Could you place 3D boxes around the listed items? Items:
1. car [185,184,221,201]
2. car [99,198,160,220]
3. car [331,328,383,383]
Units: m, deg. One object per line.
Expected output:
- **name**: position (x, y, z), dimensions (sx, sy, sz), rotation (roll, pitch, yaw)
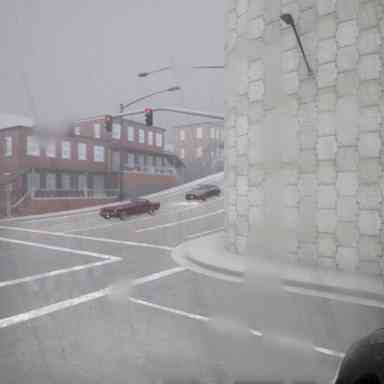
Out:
- **car**: position (1.104, -0.040, 32.727), dimensions (1.994, 1.385, 4.181), rotation (0, 9, 35)
- **car**: position (-4.560, 1.187, 24.729), dimensions (1.895, 1.301, 4.718), rotation (0, 5, 35)
- **car**: position (3.308, 1.492, 1.604), dimensions (4.902, 1.511, 2.128), rotation (0, 0, 36)
